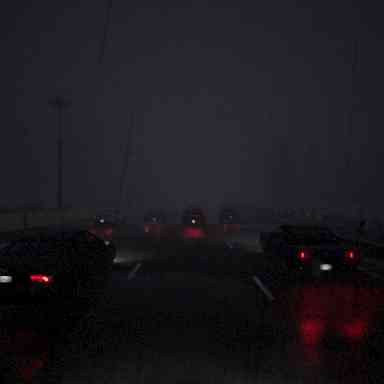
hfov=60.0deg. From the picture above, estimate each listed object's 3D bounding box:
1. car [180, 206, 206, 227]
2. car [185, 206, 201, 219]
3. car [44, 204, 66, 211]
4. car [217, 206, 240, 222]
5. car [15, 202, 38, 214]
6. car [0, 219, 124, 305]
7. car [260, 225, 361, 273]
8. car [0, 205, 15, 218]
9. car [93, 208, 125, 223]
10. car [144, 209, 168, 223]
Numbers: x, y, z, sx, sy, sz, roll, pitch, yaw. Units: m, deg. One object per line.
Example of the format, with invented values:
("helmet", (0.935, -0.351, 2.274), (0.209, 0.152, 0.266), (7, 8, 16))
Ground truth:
("car", (0.121, 2.041, 27.673), (1.837, 1.490, 4.892), (0, -1, 0))
("car", (0.131, 2.467, 41.471), (1.812, 1.442, 4.674), (0, -2, 0))
("car", (-17.527, 2.518, 44.237), (2.128, 1.511, 4.902), (0, -2, 0))
("car", (3.625, 2.194, 33.537), (2.128, 1.511, 4.902), (0, -2, 0))
("car", (-21.034, 2.221, 43.363), (2.150, 2.045, 5.566), (0, -2, 0))
("car", (-3.399, 1.670, 8.571), (2.033, 1.411, 5.357), (0, -1, 0))
("car", (3.607, 1.765, 11.173), (1.895, 1.301, 4.718), (0, -1, 0))
("car", (-24.541, 2.427, 41.771), (1.882, 1.535, 5.008), (0, -2, 0))
("car", (-6.893, 2.065, 27.849), (1.812, 1.442, 4.674), (0, -2, 0))
("car", (-3.376, 2.266, 32.276), (1.895, 1.301, 4.718), (0, -2, 0))
